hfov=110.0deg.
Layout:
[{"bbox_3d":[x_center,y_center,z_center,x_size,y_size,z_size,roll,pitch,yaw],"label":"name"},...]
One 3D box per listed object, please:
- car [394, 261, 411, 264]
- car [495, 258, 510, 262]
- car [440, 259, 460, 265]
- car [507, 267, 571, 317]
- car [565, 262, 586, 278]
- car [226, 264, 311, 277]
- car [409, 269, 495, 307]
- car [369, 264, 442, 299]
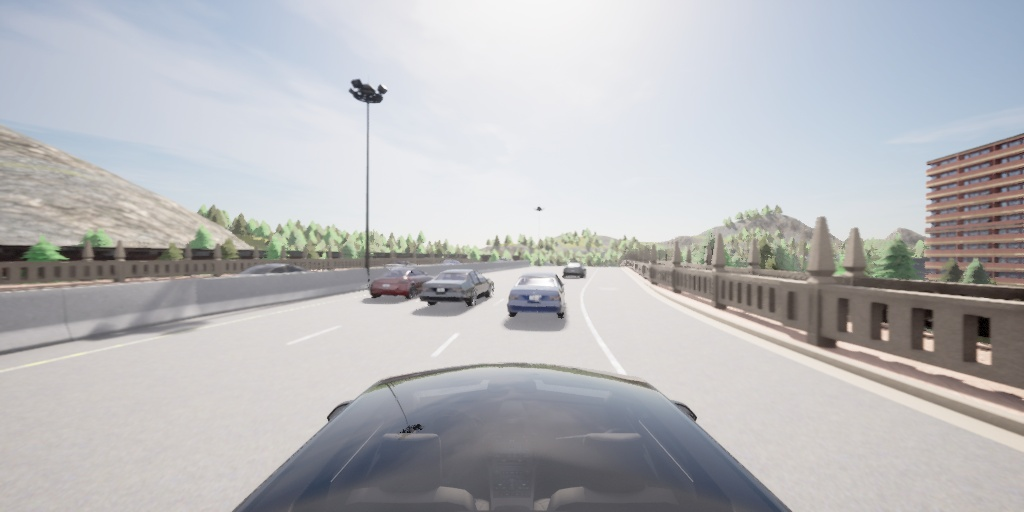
[{"bbox_3d":[-13.579,1.244,43.146,1.895,1.301,4.718,0,0,15],"label":"car"},{"bbox_3d":[-1.545,1.097,61.054,2.097,1.767,4.553,0,0,15],"label":"car"},{"bbox_3d":[-8.484,1.187,48.665,1.812,1.442,4.674,0,0,15],"label":"car"},{"bbox_3d":[1.014,1.290,13.126,2.033,1.411,5.357,0,0,8],"label":"car"},{"bbox_3d":[6.057,1.308,34.622,1.994,1.385,4.181,0,0,15],"label":"car"},{"bbox_3d":[-12.427,1.179,18.368,1.837,1.490,4.892,0,0,11],"label":"car"},{"bbox_3d":[-2.159,1.273,15.414,2.033,1.411,5.357,0,0,10],"label":"car"},{"bbox_3d":[-5.212,1.272,17.771,1.994,1.385,4.181,0,0,10],"label":"car"}]
